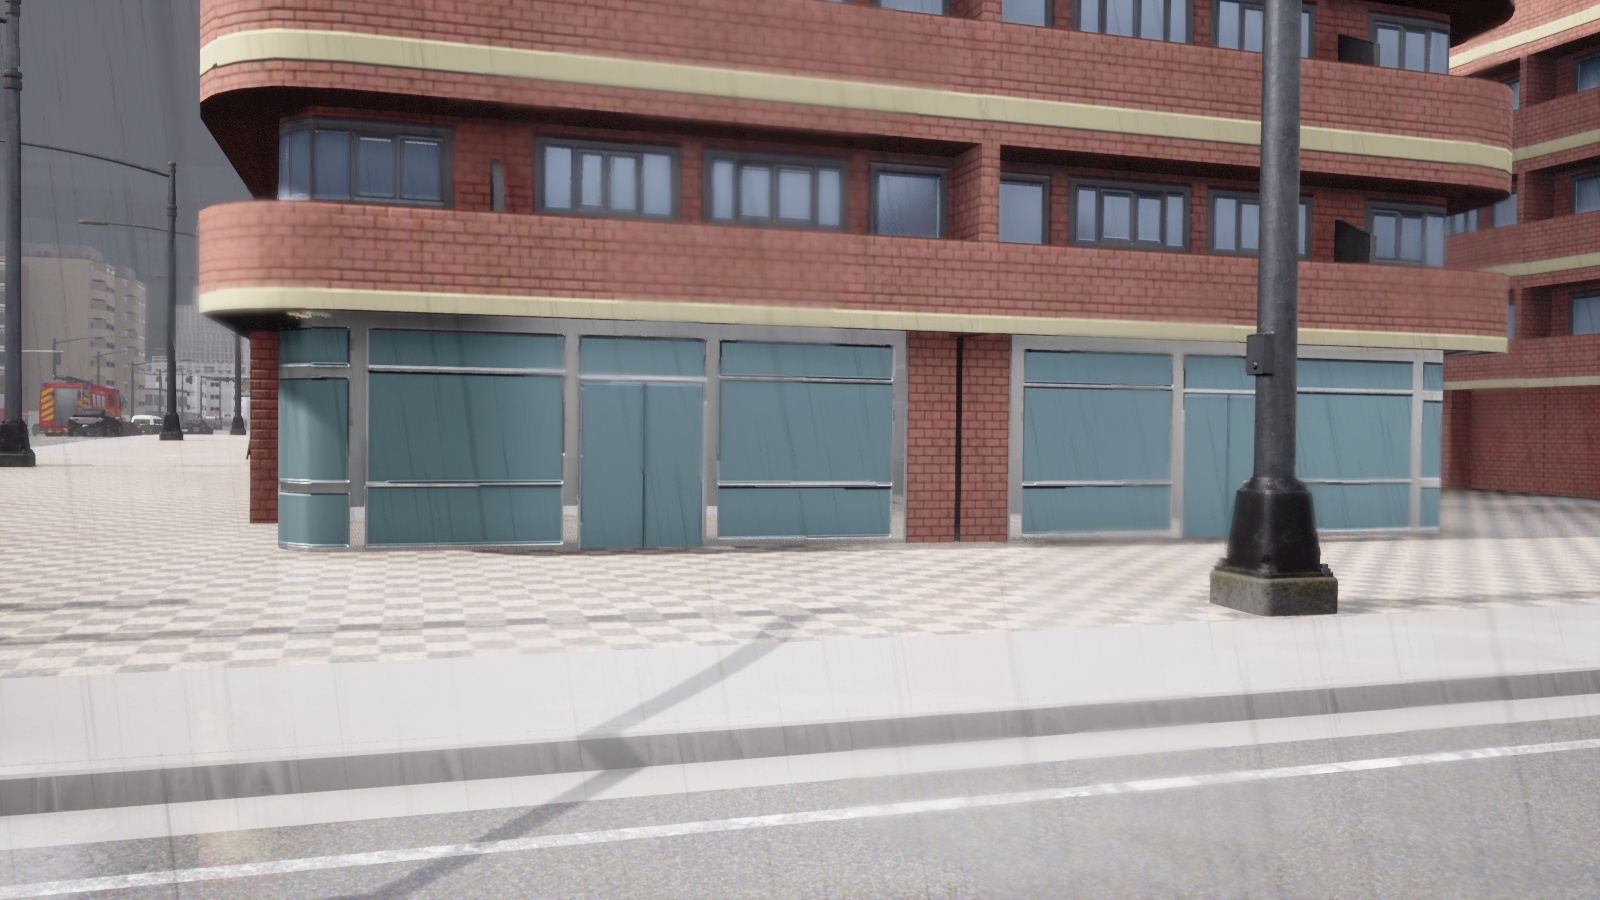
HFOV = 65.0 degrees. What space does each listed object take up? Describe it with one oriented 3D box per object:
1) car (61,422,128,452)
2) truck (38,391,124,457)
[{"bbox_3d":[-37.461,-0.651,66.827,2.128,1.511,4.902,-1,0,-18],"label":"car"},{"bbox_3d":[-44.913,-1.535,78.717,2.891,3.827,8.468,-1,-1,-17],"label":"truck"}]
